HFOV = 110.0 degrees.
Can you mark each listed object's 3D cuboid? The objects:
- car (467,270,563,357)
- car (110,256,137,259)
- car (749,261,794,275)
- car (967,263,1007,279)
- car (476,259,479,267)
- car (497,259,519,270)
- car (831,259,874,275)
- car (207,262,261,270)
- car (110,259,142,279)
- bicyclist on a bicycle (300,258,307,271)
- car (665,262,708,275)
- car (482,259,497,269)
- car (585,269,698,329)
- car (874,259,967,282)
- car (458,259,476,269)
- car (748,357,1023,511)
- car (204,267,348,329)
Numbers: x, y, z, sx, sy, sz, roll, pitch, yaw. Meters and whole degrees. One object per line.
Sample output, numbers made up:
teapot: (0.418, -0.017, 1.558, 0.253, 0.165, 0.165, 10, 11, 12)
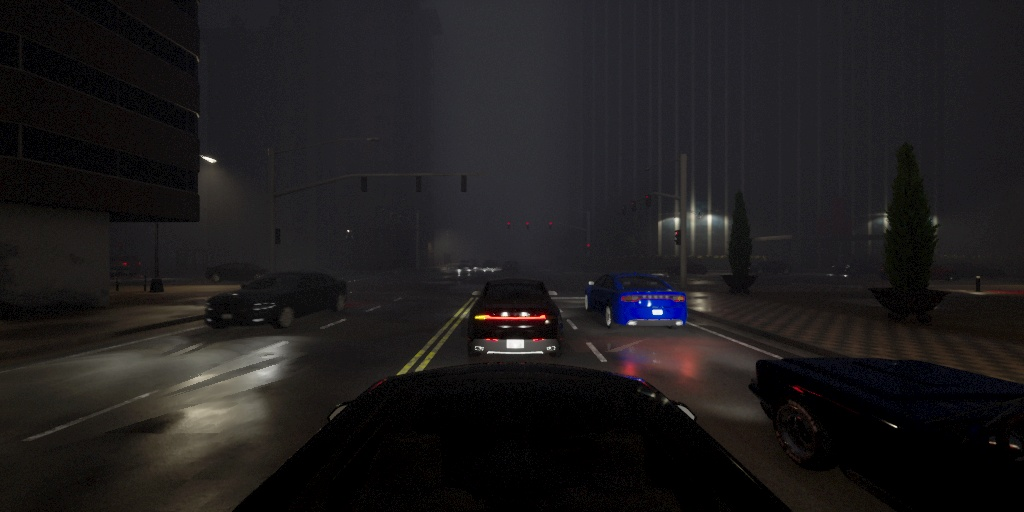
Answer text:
car: (0.062, 1.255, 8.549, 1.837, 1.490, 4.892, 0, 0, 0)
car: (-42.679, 0.971, 37.953, 5.566, 2.045, 2.150, 0, 0, 1)
car: (27.559, 1.255, 38.686, 4.892, 1.490, 1.837, 0, 0, -1)
car: (39.899, 1.297, 31.609, 5.357, 1.411, 2.033, 0, 0, -1)
car: (-7.060, 1.255, 64.541, 1.837, 1.490, 4.892, 0, 0, 0)
car: (-0.142, 1.297, 46.152, 2.033, 1.411, 5.357, 0, 0, 7)
car: (37.392, 1.102, 38.774, 4.553, 1.767, 2.097, 0, 0, 0)
car: (-20.496, 1.228, 27.507, 5.008, 1.535, 1.882, 0, 0, -2)
car: (-35.438, 1.238, 30.867, 4.902, 1.511, 2.128, 0, 0, -1)
bicyclist on a bicycle: (-26.419, 1.051, 45.426, 0.582, 1.620, 1.656, 0, 0, -1)
car: (18.707, 1.314, 38.597, 4.181, 1.385, 1.994, 0, 0, -1)
car: (-3.589, 1.314, 57.154, 1.994, 1.385, 4.181, 0, 0, 0)
car: (3.575, 1.228, 11.237, 1.882, 1.535, 5.008, 0, 0, 0)
car: (31.787, 1.102, 28.029, 4.553, 1.767, 2.097, 0, 0, -1)
car: (-7.089, 1.276, 55.284, 1.812, 1.442, 4.674, 0, 0, 0)
car: (3.601, 1.351, 1.892, 1.895, 1.301, 4.718, 0, 0, 0)
car: (-7.086, 1.227, 11.412, 1.882, 1.535, 5.008, 0, 0, 0)
